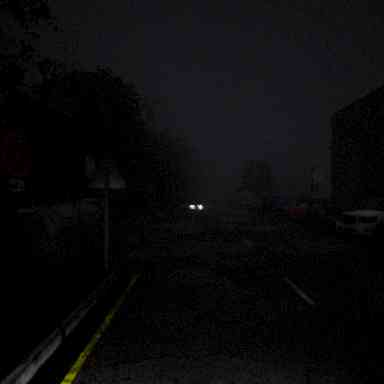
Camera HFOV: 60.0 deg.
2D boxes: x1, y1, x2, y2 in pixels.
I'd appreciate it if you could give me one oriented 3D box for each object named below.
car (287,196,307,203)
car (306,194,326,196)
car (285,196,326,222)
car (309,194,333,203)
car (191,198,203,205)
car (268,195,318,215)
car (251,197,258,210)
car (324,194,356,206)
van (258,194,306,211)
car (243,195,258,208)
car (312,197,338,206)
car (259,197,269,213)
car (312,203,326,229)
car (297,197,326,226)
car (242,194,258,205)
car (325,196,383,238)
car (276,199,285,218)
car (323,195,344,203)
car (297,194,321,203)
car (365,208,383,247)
[{"bbox_3d":[25.888,1.856,82.304,2.163,1.488,4.792,0,-1,-21],"label":"car"},{"bbox_3d":[23.172,1.501,65.263,2.435,2.045,5.566,0,0,-21],"label":"car"},{"bbox_3d":[9.868,1.437,25.305,4.553,1.767,2.185,1,0,-19],"label":"car"},{"bbox_3d":[31.973,1.597,82.382,2.435,2.045,5.566,1,-1,-21],"label":"car"},{"bbox_3d":[0.968,1.779,62.113,1.895,1.301,4.718,0,0,5],"label":"car"},{"bbox_3d":[9.987,1.458,31.321,4.553,1.767,2.185,1,0,-20],"label":"car"},{"bbox_3d":[10.026,1.654,40.326,4.674,1.452,2.002,1,0,-20],"label":"car"},{"bbox_3d":[29.055,1.523,65.417,2.435,2.045,5.566,0,1,-21],"label":"car"},{"bbox_3d":[10.112,1.380,37.369,4.442,1.987,1.878,1,0,-20],"label":"van"},{"bbox_3d":[9.864,1.618,43.269,5.366,1.575,1.946,1,0,-20],"label":"car"},{"bbox_3d":[26.087,1.792,65.357,2.163,1.488,4.792,0,1,-21],"label":"car"},{"bbox_3d":[9.970,1.593,34.324,5.008,1.535,2.097,1,0,-20],"label":"car"},{"bbox_3d":[9.816,1.576,19.289,4.792,1.488,2.163,1,0,-19],"label":"car"},{"bbox_3d":[9.840,1.428,22.303,4.553,1.767,2.185,1,0,-19],"label":"car"},{"bbox_3d":[10.096,1.395,49.361,5.566,2.045,2.435,1,0,-20],"label":"car"},{"bbox_3d":[9.791,1.288,16.290,5.566,2.045,2.435,1,0,-19],"label":"car"},{"bbox_3d":[9.927,1.613,28.312,4.674,1.452,2.002,1,0,-19],"label":"car"},{"bbox_3d":[34.969,1.735,82.489,2.185,1.767,4.553,1,-1,-21],"label":"car"},{"bbox_3d":[28.912,1.586,82.366,2.435,2.045,5.566,0,-1,-21],"label":"car"},{"bbox_3d":[9.754,1.563,13.288,4.792,1.488,2.163,1,0,-19],"label":"car"}]
